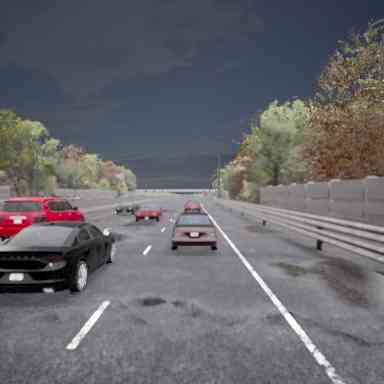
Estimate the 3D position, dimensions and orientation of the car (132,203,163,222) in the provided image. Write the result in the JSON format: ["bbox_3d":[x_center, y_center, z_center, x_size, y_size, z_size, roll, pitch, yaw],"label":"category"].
[{"bbox_3d":[-3.416,1.702,27.389,1.895,1.301,4.718,0,0,0],"label":"car"}]

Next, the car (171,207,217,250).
[{"bbox_3d":[0.089,1.595,14.591,2.033,1.411,5.357,0,0,0],"label":"car"}]

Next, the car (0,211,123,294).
[{"bbox_3d":[-3.405,1.506,8.923,1.882,1.535,5.008,0,0,0],"label":"car"}]

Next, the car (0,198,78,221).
[{"bbox_3d":[-6.913,1.275,15.889,2.150,2.045,5.566,0,0,0],"label":"car"}]

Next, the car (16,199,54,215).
[{"bbox_3d":[-17.546,1.625,37.379,1.882,1.535,5.008,0,-1,0],"label":"car"}]

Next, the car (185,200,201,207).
[{"bbox_3d":[0.072,1.729,41.785,1.994,1.385,4.181,0,0,0],"label":"car"}]

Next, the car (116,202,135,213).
[{"bbox_3d":[-6.924,1.742,36.382,1.895,1.301,4.718,0,0,0],"label":"car"}]
